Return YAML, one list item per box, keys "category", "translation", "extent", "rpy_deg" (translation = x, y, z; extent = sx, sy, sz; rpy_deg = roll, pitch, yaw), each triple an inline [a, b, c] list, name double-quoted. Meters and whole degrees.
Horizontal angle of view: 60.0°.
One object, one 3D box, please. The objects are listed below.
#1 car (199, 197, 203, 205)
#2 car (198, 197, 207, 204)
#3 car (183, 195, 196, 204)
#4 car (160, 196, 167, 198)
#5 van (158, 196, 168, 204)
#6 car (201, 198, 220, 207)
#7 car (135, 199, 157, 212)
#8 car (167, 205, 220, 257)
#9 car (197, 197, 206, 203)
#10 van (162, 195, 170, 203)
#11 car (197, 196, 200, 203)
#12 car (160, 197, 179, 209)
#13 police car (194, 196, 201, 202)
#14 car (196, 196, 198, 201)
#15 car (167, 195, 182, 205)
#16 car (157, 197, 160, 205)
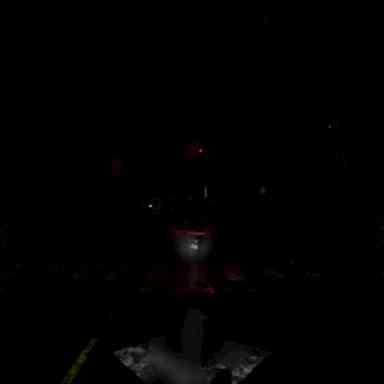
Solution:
- category: "car"
  translation: [2.463, 1.792, 52.434]
  extent: [1.887, 1.381, 4.507]
  rpy_deg: [0, 0, -1]
- category: "car"
  translation: [2.272, 1.878, 73.208]
  extent: [1.752, 1.417, 4.829]
  rpy_deg: [0, 0, -1]
- category: "car"
  translation: [-0.463, 1.856, 70.382]
  extent: [2.128, 1.511, 4.902]
  rpy_deg: [0, 0, -1]
- category: "car"
  translation: [-6.141, 1.856, 61.033]
  extent: [1.947, 1.339, 4.313]
  rpy_deg: [0, 0, -1]
- category: "van"
  translation: [-6.241, 1.687, 71.860]
  extent: [1.690, 1.788, 3.998]
  rpy_deg: [0, 0, -1]
- category: "car"
  translation: [2.563, 1.745, 41.546]
  extent: [2.008, 1.369, 4.403]
  rpy_deg: [0, 0, -1]
- category: "car"
  translation: [-5.962, 1.745, 41.471]
  extent: [2.008, 1.369, 4.403]
  rpy_deg: [0, 0, -1]
- category: "car"
  translation: [0.059, 1.556, 13.260]
  extent: [2.128, 1.511, 4.902]
  rpy_deg: [-1, 1, 0]
- category: "car"
  translation: [2.225, 1.946, 78.328]
  extent: [1.947, 1.339, 4.313]
  rpy_deg: [0, 0, -1]
- category: "van"
  translation: [-6.341, 1.744, 82.687]
  extent: [1.690, 1.788, 3.998]
  rpy_deg: [0, 0, -1]
- category: "car"
  translation: [2.413, 1.825, 57.878]
  extent: [2.008, 1.369, 4.403]
  rpy_deg: [0, 0, -1]
- category: "car"
  translation: [-3.350, 1.797, 49.531]
  extent: [1.994, 1.385, 4.181]
  rpy_deg: [0, 0, 0]
- category: "police car"
  translation: [1.671, 1.898, 95.728]
  extent: [1.930, 1.638, 5.238]
  rpy_deg: [0, 0, -1]
- category: "car"
  translation: [2.322, 1.875, 67.750]
  extent: [2.008, 1.369, 4.403]
  rpy_deg: [0, 0, -1]
- category: "car"
  translation: [-3.433, 1.789, 65.105]
  extent: [1.882, 1.535, 5.008]
  rpy_deg: [0, 0, 0]
- category: "car"
  translation: [-6.008, 1.769, 46.463]
  extent: [2.008, 1.369, 4.403]
  rpy_deg: [0, 0, -1]
